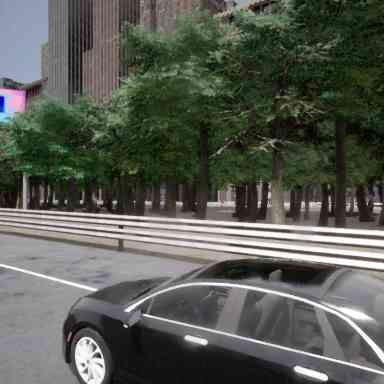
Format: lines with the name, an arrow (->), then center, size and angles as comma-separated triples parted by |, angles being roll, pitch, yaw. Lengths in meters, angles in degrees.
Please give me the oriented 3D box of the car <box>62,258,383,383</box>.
car -> 0.576, 1.505, 3.585 | 4.892, 1.490, 1.837 | 0, 0, 36
